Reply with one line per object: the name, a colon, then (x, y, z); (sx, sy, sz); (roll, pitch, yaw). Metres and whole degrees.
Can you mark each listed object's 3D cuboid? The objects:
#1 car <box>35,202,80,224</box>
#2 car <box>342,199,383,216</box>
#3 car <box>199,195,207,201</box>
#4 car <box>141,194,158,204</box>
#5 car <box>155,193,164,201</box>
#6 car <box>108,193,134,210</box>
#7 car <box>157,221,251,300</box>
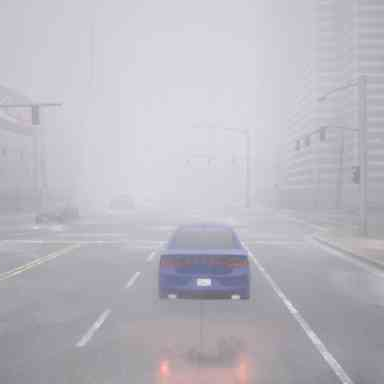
car: (-9.837, 1.519, 24.745); (1.812, 1.442, 4.674); (0, 0, 2)
car: (17.234, 1.496, 32.366); (4.892, 1.490, 1.837); (0, 0, 2)
car: (2.781, 1.501, 86.238); (1.812, 1.442, 4.674); (0, 0, 2)
car: (-8.483, 1.547, 64.447); (1.994, 1.385, 4.181); (0, 0, 2)
car: (-7.932, 1.189, 79.888); (2.150, 2.045, 5.566); (0, 0, 2)
car: (-9.279, 1.211, 44.111); (2.150, 2.045, 5.566); (0, 0, 4)
car: (0.310, 1.475, 8.462); (1.882, 1.535, 5.008); (0, 0, 2)
